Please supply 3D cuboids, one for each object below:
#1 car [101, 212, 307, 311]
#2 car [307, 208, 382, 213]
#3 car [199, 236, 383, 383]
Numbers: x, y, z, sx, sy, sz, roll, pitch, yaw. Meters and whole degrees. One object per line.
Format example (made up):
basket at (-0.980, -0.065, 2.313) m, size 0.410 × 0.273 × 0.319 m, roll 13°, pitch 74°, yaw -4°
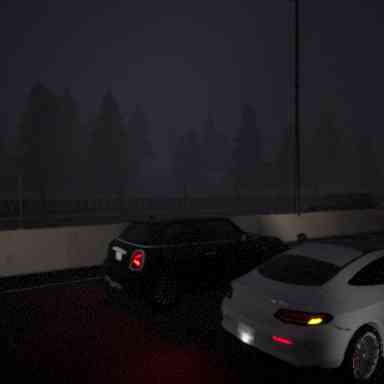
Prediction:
car at (0.296, 1.308, 7.889) m, size 4.553 × 1.767 × 2.097 m, roll 0°, pitch 0°, yaw -33°
car at (9.885, 1.070, 22.132) m, size 5.566 × 2.045 × 2.150 m, roll 0°, pitch 0°, yaw -31°
car at (2.591, 1.489, 5.235) m, size 4.674 × 1.442 × 1.812 m, roll 0°, pitch 0°, yaw -32°
